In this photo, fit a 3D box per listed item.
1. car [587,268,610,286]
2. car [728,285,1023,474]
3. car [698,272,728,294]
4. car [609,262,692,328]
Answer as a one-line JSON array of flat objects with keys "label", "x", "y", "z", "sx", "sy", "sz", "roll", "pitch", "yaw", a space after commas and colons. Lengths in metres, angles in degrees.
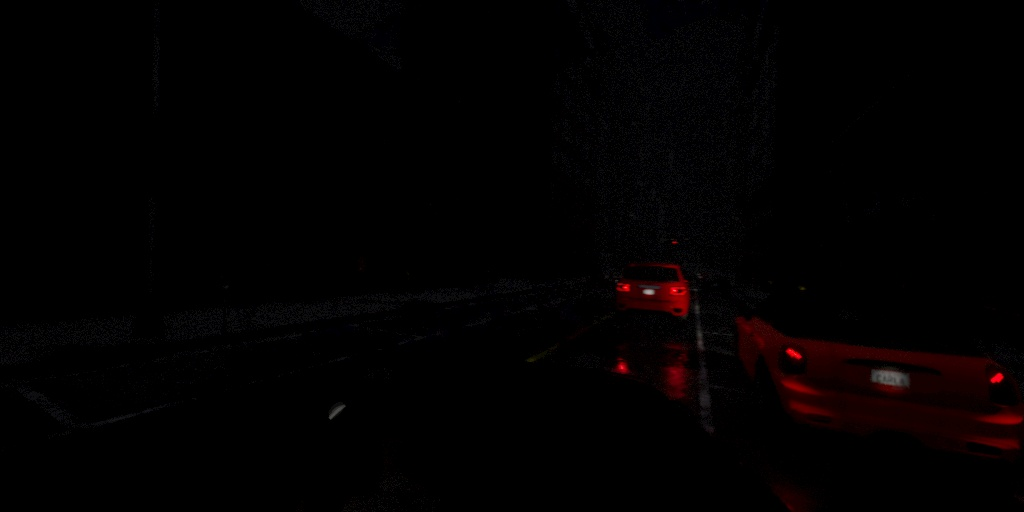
[{"label": "car", "x": 7.888, "y": 1.763, "z": 31.383, "sx": 1.967, "sy": 1.591, "sz": 4.097, "roll": 0, "pitch": 0, "yaw": 27}, {"label": "car", "x": 4.814, "y": 1.316, "z": 5.557, "sx": 2.097, "sy": 1.767, "sz": 4.553, "roll": 2, "pitch": -1, "yaw": 27}, {"label": "car", "x": 15.492, "y": 2.134, "z": 27.536, "sx": 1.948, "sy": 1.339, "sz": 4.313, "roll": 0, "pitch": 0, "yaw": 27}, {"label": "car", "x": 5.322, "y": 1.271, "z": 13.240, "sx": 2.150, "sy": 2.045, "sz": 5.566, "roll": 2, "pitch": -1, "yaw": 26}]
